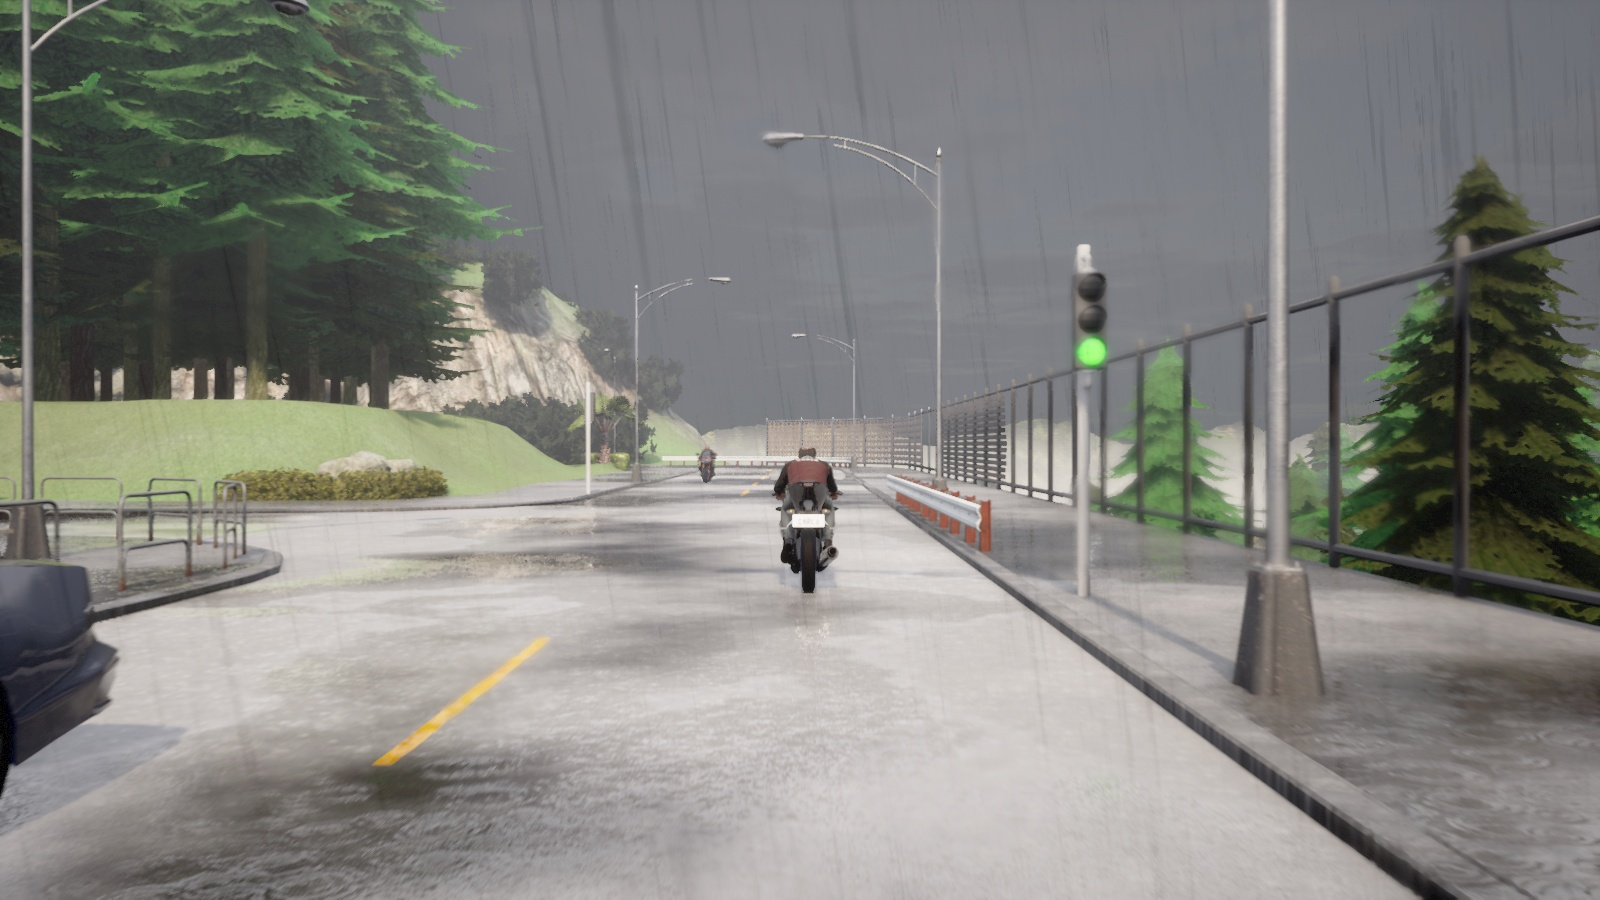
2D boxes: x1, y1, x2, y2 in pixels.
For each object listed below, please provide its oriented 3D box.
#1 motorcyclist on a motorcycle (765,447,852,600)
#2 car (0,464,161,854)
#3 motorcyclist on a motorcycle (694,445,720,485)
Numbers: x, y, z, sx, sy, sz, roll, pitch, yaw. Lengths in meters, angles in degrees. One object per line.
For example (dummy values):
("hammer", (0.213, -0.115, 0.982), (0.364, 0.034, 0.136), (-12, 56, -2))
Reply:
("motorcyclist on a motorcycle", (0.078, 0.729, 13.630), (0.866, 1.530, 2.191), (0, 0, 0))
("car", (-3.963, 0.779, 3.070), (2.033, 1.411, 5.357), (0, 0, 1))
("motorcyclist on a motorcycle", (-3.709, 0.585, 50.061), (0.866, 1.530, 2.191), (0, 0, 0))
